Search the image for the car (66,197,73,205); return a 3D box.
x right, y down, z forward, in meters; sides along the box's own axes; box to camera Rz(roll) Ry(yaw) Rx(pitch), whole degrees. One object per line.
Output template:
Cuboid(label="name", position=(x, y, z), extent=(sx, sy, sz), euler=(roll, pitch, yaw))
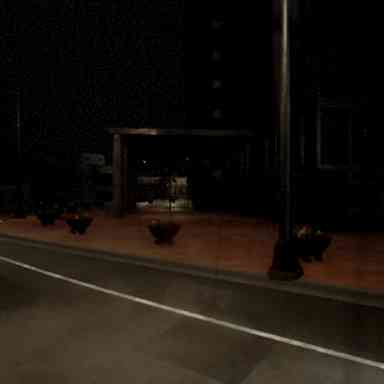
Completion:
Cuboid(label="car", position=(-21.214, 1.408, 52.057), extent=(1.882, 1.535, 5.008), euler=(0, 1, 44))

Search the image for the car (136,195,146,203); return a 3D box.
Cuboid(label="car", position=(-11.136, 1.434, 65.066), extent=(1.837, 1.490, 4.892), euler=(0, 0, 35))

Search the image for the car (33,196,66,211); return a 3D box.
Cuboid(label="car", position=(-17.529, 1.297, 40.600), extent=(2.097, 1.767, 4.553), euler=(0, 0, -2))
